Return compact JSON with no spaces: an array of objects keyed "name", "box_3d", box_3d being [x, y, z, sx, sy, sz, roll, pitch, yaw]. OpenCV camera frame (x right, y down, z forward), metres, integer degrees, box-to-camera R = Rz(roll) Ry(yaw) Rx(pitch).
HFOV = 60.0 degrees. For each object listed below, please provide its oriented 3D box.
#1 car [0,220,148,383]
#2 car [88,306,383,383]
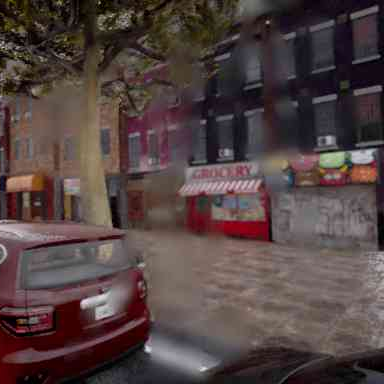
[{"name":"car","box_3d":[-2.848,1.340,4.884,5.009,1.841,2.192,0,-2,36]},{"name":"car","box_3d":[1.669,1.563,1.642,4.313,1.339,1.947,0,-2,36]}]
